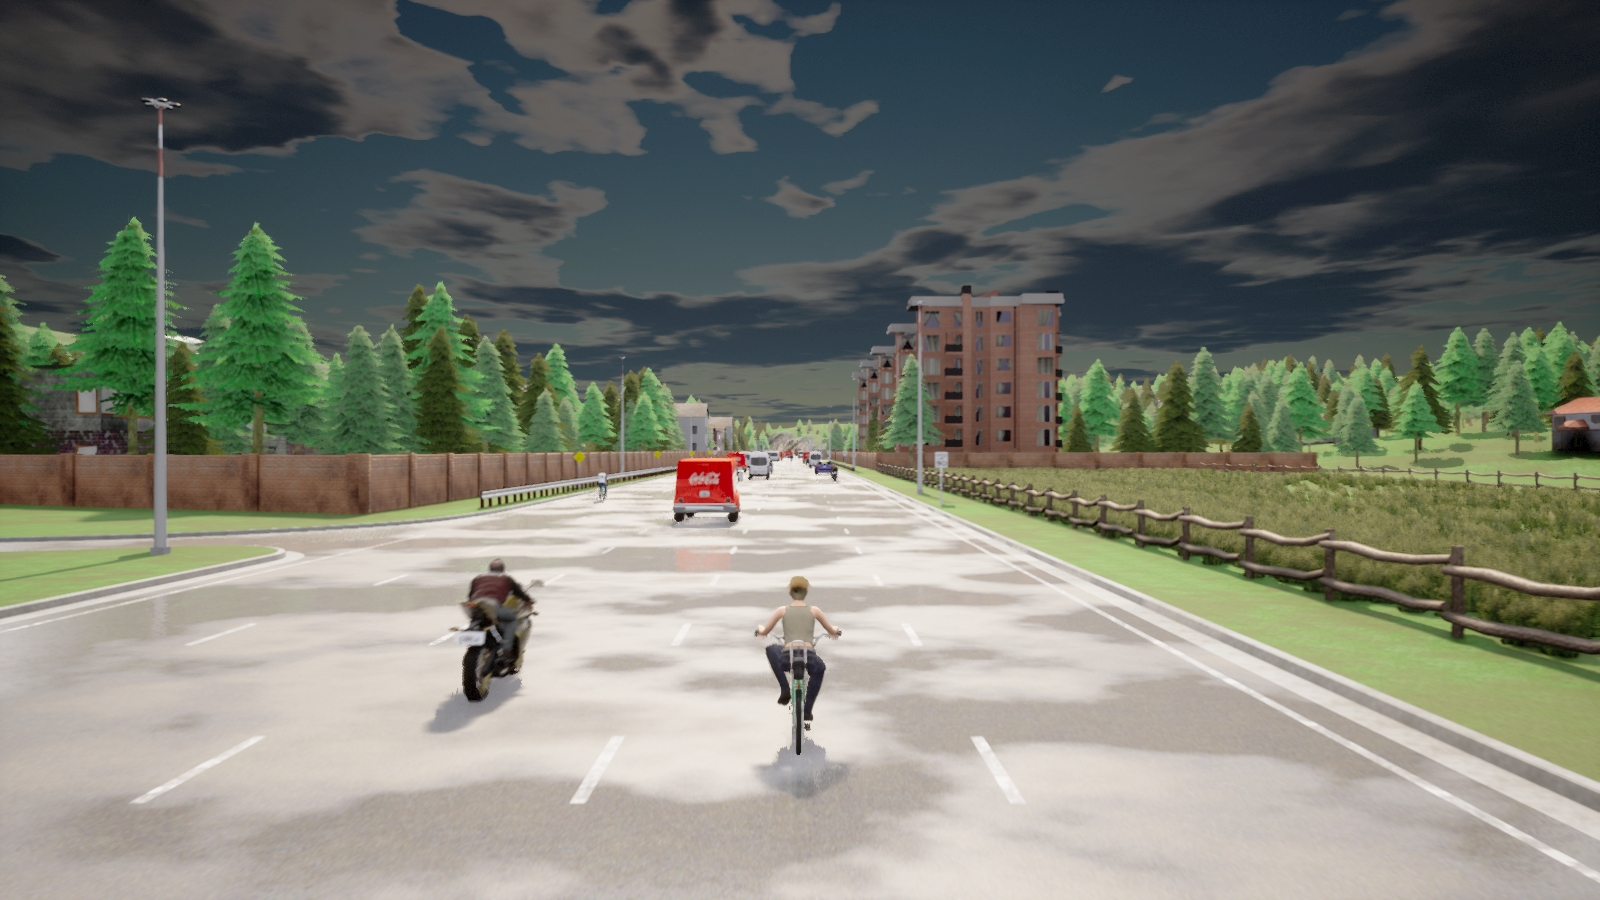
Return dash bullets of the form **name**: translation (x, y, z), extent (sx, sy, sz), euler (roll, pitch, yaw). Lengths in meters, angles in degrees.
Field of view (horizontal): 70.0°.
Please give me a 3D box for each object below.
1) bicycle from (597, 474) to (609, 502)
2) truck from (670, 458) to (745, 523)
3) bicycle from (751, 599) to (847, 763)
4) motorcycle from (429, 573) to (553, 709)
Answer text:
- **bicycle**: translation (-10.693, 2.056, 62.060), extent (0.373, 1.496, 1.643), euler (0, 0, -1)
- **truck**: translation (-3.665, 1.570, 46.322), extent (2.627, 2.467, 5.204), euler (0, 0, 0)
- **bicycle**: translation (-0.015, 2.158, 10.939), extent (0.859, 1.276, 1.487), euler (0, 0, -1)
- **motorcycle**: translation (-3.605, 2.205, 13.559), extent (0.867, 1.251, 2.209), euler (0, 0, 0)
